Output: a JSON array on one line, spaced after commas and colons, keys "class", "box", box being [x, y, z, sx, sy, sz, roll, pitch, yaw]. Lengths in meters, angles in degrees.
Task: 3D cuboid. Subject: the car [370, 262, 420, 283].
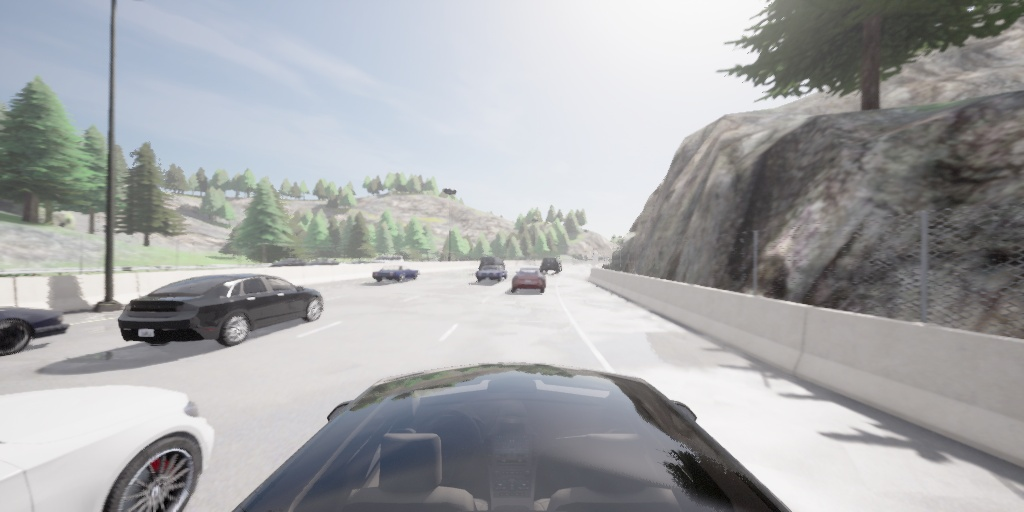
[{"class": "car", "box": [-8.811, 1.339, 27.731, 1.895, 1.301, 4.718, 1, 0, 7]}]

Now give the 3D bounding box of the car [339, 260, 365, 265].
[{"class": "car", "box": [-19.811, 1.236, 46.511, 1.994, 1.385, 4.181, 1, 0, 13]}]

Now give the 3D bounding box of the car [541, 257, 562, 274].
[{"class": "car", "box": [5.150, 1.202, 46.214, 2.150, 2.045, 5.566, 0, 0, 15]}]

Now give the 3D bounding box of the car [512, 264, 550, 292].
[{"class": "car", "box": [1.129, 1.405, 22.263, 1.994, 1.385, 4.181, 1, 0, 7]}]

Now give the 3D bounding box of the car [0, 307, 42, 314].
[{"class": "car", "box": [-10.458, 1.181, 5.151, 2.033, 1.411, 5.357, 1, 0, 2]}]

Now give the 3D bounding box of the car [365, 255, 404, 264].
[{"class": "car", "box": [-16.179, 0.937, 46.704, 2.150, 2.045, 5.566, 1, 0, 13]}]

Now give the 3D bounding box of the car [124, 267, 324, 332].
[{"class": "car", "box": [-6.798, 1.200, 9.171, 1.837, 1.490, 4.892, 0, 0, 2]}]

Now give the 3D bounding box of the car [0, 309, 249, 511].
[{"class": "car", "box": [-3.314, 1.232, 0.924, 1.812, 1.442, 4.674, 1, 0, 0]}]

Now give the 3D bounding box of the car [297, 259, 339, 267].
[{"class": "car", "box": [-23.719, 1.110, 44.890, 2.128, 1.511, 4.902, 1, 0, 12]}]

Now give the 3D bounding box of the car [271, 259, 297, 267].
[{"class": "car", "box": [-27.384, 1.076, 44.418, 1.837, 1.490, 4.892, 1, 0, 11]}]

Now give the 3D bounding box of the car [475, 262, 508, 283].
[{"class": "car", "box": [-1.537, 1.434, 29.151, 1.895, 1.301, 4.718, 1, 0, 8]}]

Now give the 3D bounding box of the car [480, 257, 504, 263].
[{"class": "car", "box": [-2.370, 1.104, 44.786, 2.150, 2.045, 5.566, 0, 0, 14]}]
